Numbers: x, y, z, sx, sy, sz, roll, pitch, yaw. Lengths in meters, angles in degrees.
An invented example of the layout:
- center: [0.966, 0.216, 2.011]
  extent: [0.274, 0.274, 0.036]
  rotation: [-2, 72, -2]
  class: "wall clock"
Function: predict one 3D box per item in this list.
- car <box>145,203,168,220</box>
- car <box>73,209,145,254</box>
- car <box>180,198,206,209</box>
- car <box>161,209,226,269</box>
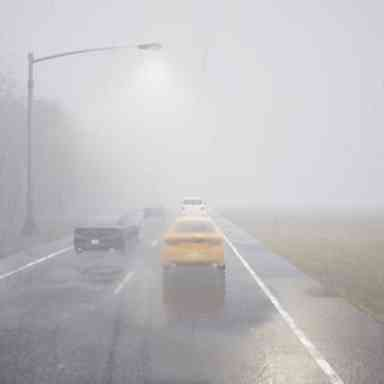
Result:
- center: [-3.408, 1.796, 31.813]
  extent: [1.882, 1.535, 5.008]
  rotation: [0, -1, 0]
  class: "car"
- center: [-3.416, 1.620, 14.195]
  extent: [1.882, 1.535, 5.008]
  rotation: [0, 0, 0]
  class: "car"
- center: [0.090, 1.514, 29.365]
  extent: [2.150, 2.045, 5.566]
  rotation: [0, -1, 0]
  class: "car"
- center: [0.071, 1.594, 11.622]
  extent: [1.882, 1.535, 5.008]
  rotation: [0, 0, 0]
  class: "car"
